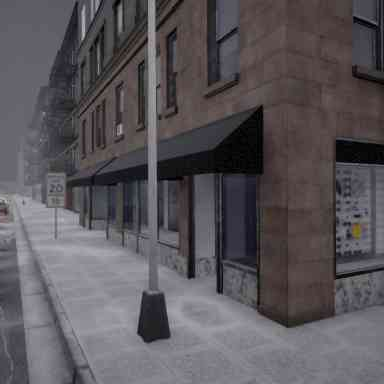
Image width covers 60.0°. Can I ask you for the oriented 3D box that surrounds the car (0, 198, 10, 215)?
[{"bbox_3d":[-19.388,1.488,33.265,2.128,1.511,4.902,0,0,-28],"label":"car"}]

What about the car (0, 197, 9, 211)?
[{"bbox_3d":[-24.409,1.468,42.406,1.882,1.535,5.008,0,0,-28],"label":"car"}]

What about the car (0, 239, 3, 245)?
[{"bbox_3d":[-5.137,1.507,6.961,1.837,1.490,4.892,0,0,-29],"label":"car"}]
